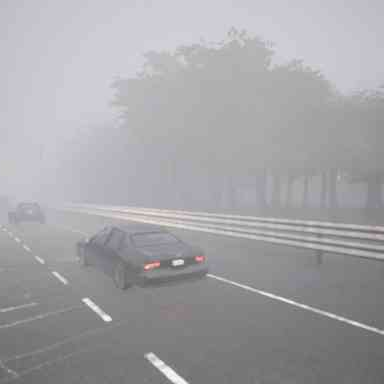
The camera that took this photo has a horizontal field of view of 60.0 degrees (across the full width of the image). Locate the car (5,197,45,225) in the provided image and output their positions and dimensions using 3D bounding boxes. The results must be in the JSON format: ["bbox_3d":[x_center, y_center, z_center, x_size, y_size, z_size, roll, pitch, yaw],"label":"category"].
[{"bbox_3d":[-12.969,1.543,25.935,2.097,1.767,4.553,0,-1,-34],"label":"car"}]

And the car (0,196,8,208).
[{"bbox_3d":[-25.987,1.552,45.081,2.150,2.045,5.566,0,0,-34],"label":"car"}]

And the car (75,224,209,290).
[{"bbox_3d":[-1.716,1.619,9.409,2.033,1.411,5.357,0,-1,-34],"label":"car"}]

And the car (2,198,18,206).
[{"bbox_3d":[-37.887,1.986,69.372,1.882,1.535,5.008,0,0,-16],"label":"car"}]
